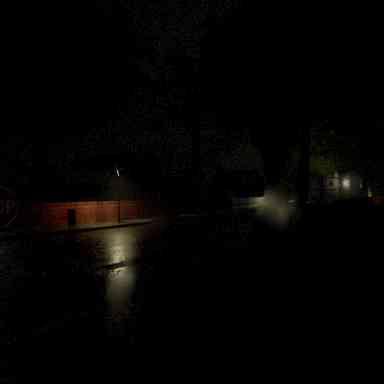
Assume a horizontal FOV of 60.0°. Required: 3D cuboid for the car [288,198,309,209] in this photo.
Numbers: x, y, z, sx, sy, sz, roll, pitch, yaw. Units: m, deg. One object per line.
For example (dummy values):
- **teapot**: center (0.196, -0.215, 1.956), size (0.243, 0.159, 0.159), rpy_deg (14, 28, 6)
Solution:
- **car**: center (14.898, 1.543, 46.109), size (1.812, 1.442, 4.674), rpy_deg (0, 0, 35)
